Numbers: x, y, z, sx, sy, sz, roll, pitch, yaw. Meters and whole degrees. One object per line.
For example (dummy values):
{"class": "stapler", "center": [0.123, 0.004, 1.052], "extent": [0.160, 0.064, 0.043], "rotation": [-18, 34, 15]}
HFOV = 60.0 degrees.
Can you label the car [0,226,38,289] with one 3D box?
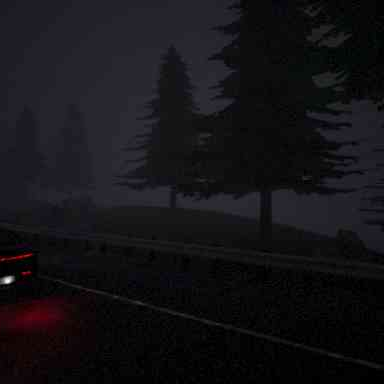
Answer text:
{"class": "car", "center": [-5.735, 1.587, 8.331], "extent": [4.892, 1.490, 1.837], "rotation": [-1, 0, 37]}
